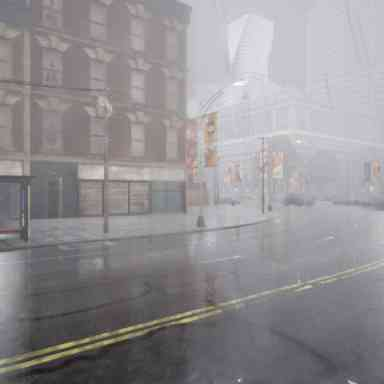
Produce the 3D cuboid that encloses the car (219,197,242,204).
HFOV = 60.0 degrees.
[{"bbox_3d":[7.045,1.597,60.510,1.895,1.301,4.718,0,0,-30],"label":"car"}]

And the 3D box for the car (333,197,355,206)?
[{"bbox_3d":[24.764,1.515,53.540,2.002,1.452,4.674,0,0,-16],"label":"car"}]

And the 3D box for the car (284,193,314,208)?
[{"bbox_3d":[15.440,1.220,48.352,2.150,2.045,5.566,0,0,-13],"label":"car"}]

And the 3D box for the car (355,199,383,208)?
[{"bbox_3d":[26.110,1.590,47.970,1.895,1.301,4.718,0,0,-6],"label":"car"}]
